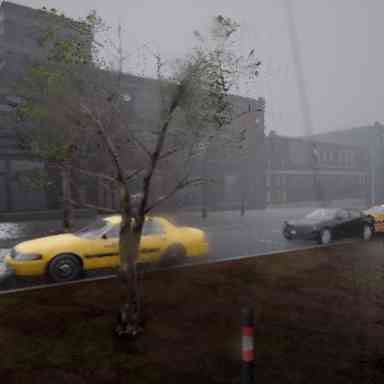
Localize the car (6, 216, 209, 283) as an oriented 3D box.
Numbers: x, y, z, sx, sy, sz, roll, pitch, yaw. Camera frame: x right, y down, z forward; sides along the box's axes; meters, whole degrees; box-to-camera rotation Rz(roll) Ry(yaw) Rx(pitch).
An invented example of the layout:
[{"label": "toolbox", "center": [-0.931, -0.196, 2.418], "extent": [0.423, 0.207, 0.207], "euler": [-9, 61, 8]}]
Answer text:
[{"label": "car", "center": [-2.040, 1.338, 9.198], "extent": [5.366, 1.575, 1.946], "euler": [1, 0, -33]}]

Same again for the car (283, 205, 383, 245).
[{"label": "car", "center": [6.303, 1.420, 15.156], "extent": [5.008, 1.535, 2.097], "euler": [1, 0, -33]}]
